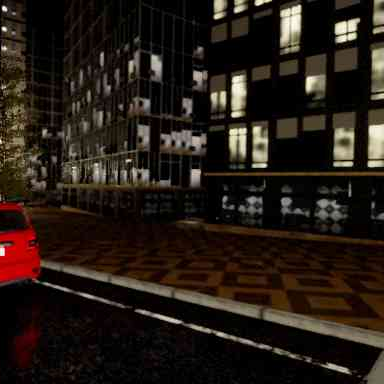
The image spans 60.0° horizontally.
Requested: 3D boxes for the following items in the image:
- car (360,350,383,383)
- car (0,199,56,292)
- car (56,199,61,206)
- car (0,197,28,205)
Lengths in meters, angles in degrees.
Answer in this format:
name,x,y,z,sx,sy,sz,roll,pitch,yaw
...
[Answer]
name,x,y,z,sx,sy,sz,roll,pitch,yaw
car,3.187,1.604,1.290,4.718,1.301,1.895,0,0,35
car,-5.773,1.206,7.676,5.566,2.045,2.150,0,0,35
car,-23.491,1.913,57.653,4.507,1.381,1.887,1,1,-34
car,-32.618,1.663,60.952,4.403,1.369,2.008,1,1,-34
